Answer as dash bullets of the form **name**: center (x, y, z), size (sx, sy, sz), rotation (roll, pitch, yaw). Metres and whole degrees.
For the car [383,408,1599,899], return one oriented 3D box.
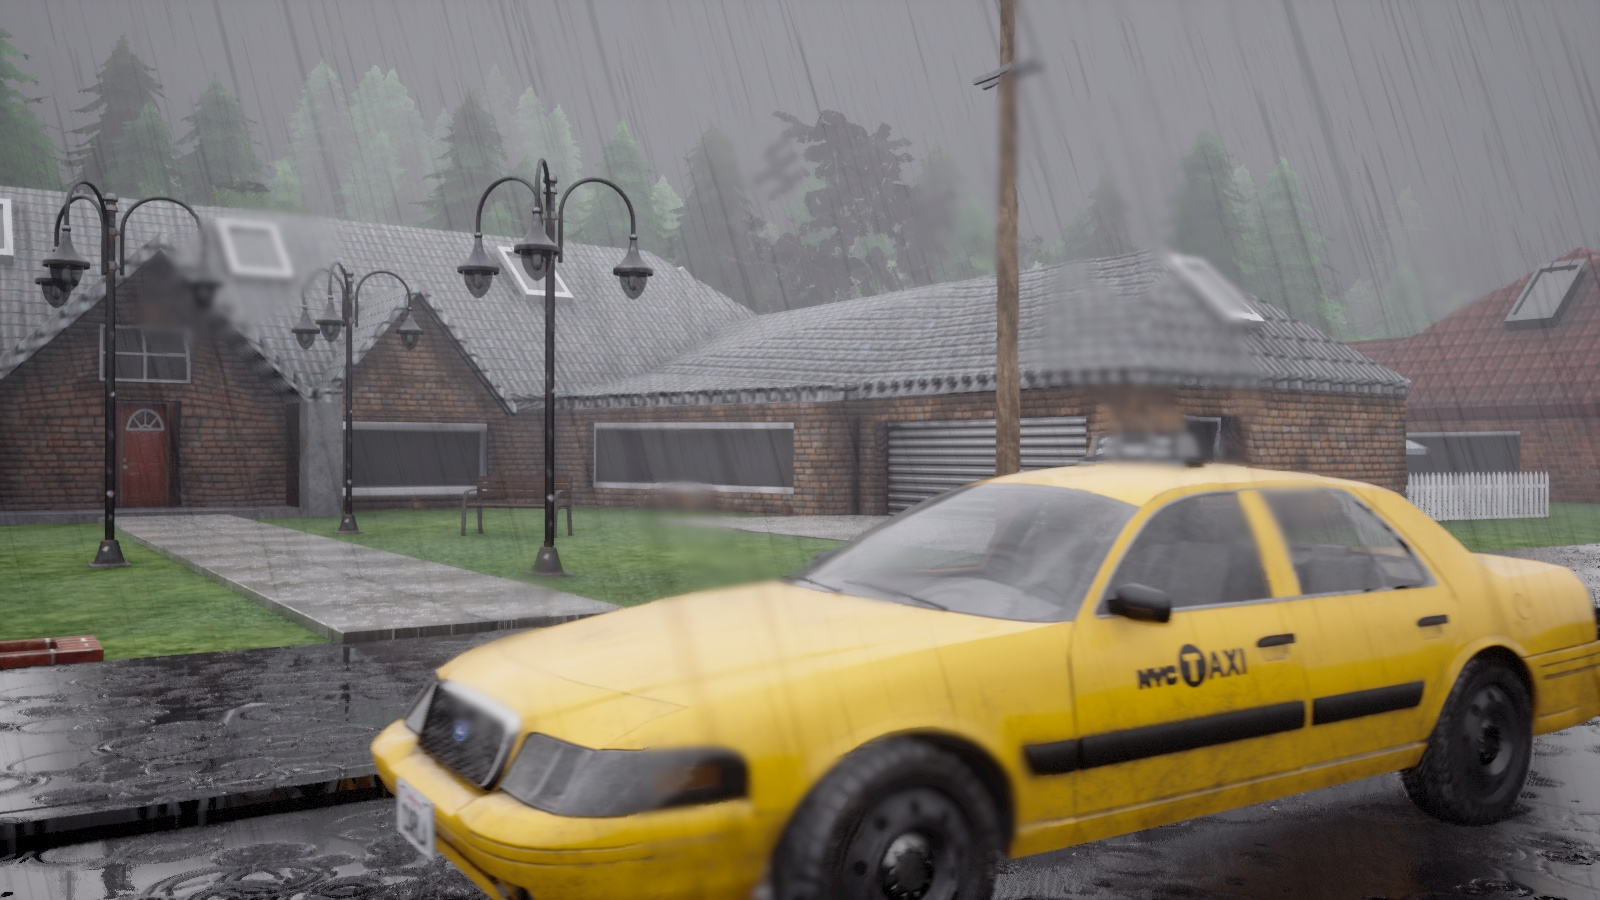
- **car**: center (1.282, 0.694, 5.099), size (5.366, 1.575, 1.801), rotation (0, 0, -33)
